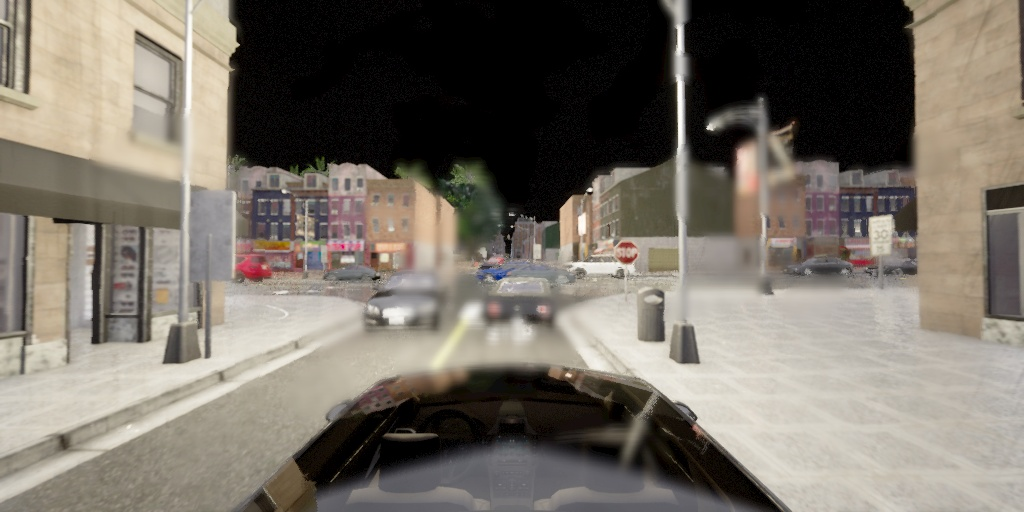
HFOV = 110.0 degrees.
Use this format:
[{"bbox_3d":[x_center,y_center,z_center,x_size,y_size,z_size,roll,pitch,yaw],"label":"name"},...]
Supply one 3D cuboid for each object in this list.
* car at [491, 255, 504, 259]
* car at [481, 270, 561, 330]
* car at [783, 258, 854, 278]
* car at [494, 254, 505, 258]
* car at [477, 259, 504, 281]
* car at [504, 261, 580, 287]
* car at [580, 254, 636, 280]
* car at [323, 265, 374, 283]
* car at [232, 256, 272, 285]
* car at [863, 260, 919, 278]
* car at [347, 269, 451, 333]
[{"bbox_3d":[-2.543,1.022,51.237,1.882,1.535,5.008,0,0,0],"label":"car"},{"bbox_3d":[0.375,1.305,10.965,1.895,1.301,4.718,1,1,5],"label":"car"},{"bbox_3d":[24.619,0.936,28.925,4.892,1.490,1.837,-2,-1,0],"label":"car"},{"bbox_3d":[-2.486,0.702,65.020,2.150,2.045,5.566,0,1,0],"label":"car"},{"bbox_3d":[0.018,1.146,25.436,5.008,1.535,1.882,0,0,-1],"label":"car"},{"bbox_3d":[1.754,1.161,22.014,4.181,1.385,1.994,-1,-1,-1],"label":"car"},{"bbox_3d":[7.052,0.884,28.922,5.566,2.045,2.150,0,-1,3],"label":"car"},{"bbox_3d":[-12.654,1.392,28.571,4.181,1.385,1.994,0,-1,0],"label":"car"},{"bbox_3d":[-20.054,0.993,25.264,5.566,2.045,2.150,0,-1,0],"label":"car"},{"bbox_3d":[28.279,0.923,25.707,4.718,1.301,1.895,-1,-1,0],"label":"car"},{"bbox_3d":[-2.870,1.195,10.685,2.128,1.511,4.902,0,1,-6],"label":"car"}]
